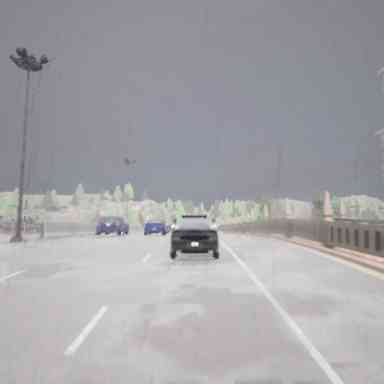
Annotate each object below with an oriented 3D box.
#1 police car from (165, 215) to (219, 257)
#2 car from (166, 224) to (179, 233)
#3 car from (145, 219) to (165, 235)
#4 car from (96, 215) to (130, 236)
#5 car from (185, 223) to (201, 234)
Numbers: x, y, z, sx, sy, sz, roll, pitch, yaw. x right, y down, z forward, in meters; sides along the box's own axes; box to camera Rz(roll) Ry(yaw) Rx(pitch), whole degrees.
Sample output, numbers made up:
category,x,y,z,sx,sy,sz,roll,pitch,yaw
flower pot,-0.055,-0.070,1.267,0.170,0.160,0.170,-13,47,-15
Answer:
category,x,y,z,sx,sy,sz,roll,pitch,yaw
police car,0.099,1.814,14.619,1.930,1.638,5.238,0,-3,0
car,-3.398,6.362,58.654,2.128,1.511,4.902,0,-6,0
car,-3.399,3.398,32.239,1.882,1.535,5.008,0,-6,0
car,-6.900,2.959,29.452,2.097,1.767,4.553,0,-6,0
car,0.101,4.399,40.055,1.895,1.301,4.718,0,-6,0
